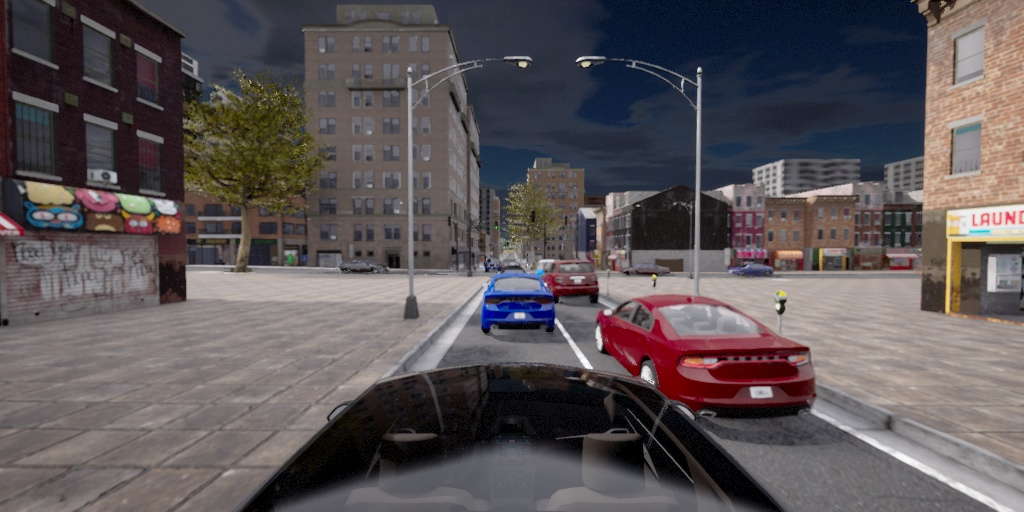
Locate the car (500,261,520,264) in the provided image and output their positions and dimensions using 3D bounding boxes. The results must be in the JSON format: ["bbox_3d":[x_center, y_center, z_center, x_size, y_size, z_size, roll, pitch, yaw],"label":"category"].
[{"bbox_3d":[0.133,1.353,39.275,2.128,1.511,4.902,0,1,0],"label":"car"}]

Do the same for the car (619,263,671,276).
[{"bbox_3d":[14.939,1.506,40.364,5.357,1.411,2.033,0,1,0],"label":"car"}]

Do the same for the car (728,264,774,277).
[{"bbox_3d":[26.834,1.576,40.364,4.674,1.442,1.812,0,1,0],"label":"car"}]

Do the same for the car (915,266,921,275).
[{"bbox_3d":[48.324,1.351,40.271,4.553,1.767,2.097,-1,1,0],"label":"car"}]

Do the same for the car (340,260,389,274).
[{"bbox_3d":[-15.353,1.164,37.403,4.902,1.511,2.128,1,1,0],"label":"car"}]

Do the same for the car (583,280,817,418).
[{"bbox_3d":[2.638,1.300,5.996,1.888,1.381,4.507,0,0,0],"label":"car"}]

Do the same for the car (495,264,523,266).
[{"bbox_3d":[0.102,1.356,20.853,1.994,1.385,4.181,0,0,0],"label":"car"}]

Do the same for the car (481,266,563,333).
[{"bbox_3d":[0.102,1.242,10.802,1.882,1.535,5.008,0,0,-2],"label":"car"}]

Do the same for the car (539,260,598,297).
[{"bbox_3d":[2.643,1.093,16.575,2.192,1.841,5.009,0,0,0],"label":"car"}]

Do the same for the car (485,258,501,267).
[{"bbox_3d":[-2.786,1.362,53.226,2.150,2.045,5.566,0,-2,1],"label":"car"}]
